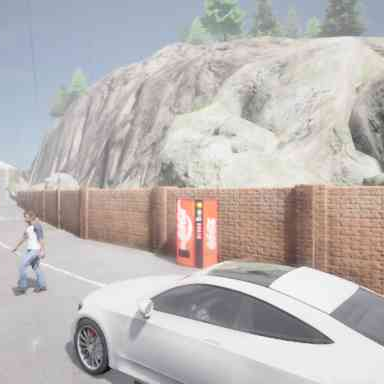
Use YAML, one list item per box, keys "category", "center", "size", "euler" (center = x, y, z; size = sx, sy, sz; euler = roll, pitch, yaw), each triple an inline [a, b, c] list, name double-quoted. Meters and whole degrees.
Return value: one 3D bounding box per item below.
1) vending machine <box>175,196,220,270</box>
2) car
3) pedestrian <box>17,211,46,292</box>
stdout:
- category: "vending machine"
  center: [0.172, 1.195, 10.270]
  size: [0.880, 2.100, 1.100]
  euler: [0, 0, 42]
- category: "car"
  center: [0.510, 1.526, 3.786]
  size: [4.674, 1.442, 1.812]
  euler: [0, 0, 39]
- category: "pedestrian"
  center: [-3.538, 1.293, 7.330]
  size: [0.375, 1.860, 0.375]
  euler: [0, 0, 43]
